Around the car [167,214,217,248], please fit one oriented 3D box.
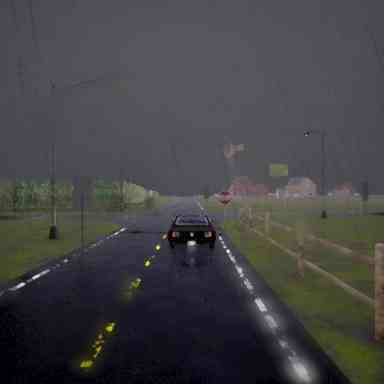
[{"bbox_3d":[-0.001,1.624,14.675,1.895,1.301,4.718,0,0,0],"label":"car"}]
